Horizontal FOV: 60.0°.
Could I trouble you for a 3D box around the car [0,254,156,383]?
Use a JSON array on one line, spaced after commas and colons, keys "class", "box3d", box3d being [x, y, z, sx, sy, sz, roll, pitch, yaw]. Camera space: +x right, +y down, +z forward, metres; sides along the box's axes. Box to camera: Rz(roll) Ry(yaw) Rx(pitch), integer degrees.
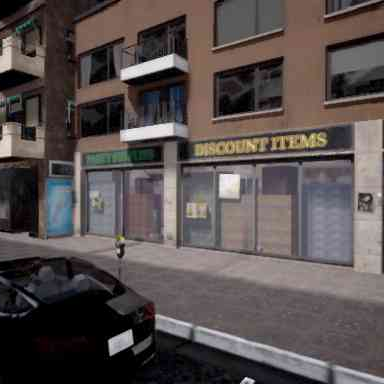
[{"class": "car", "box3d": [-2.412, 1.563, 4.591, 4.313, 1.339, 1.947, 0, 0, 36]}]
